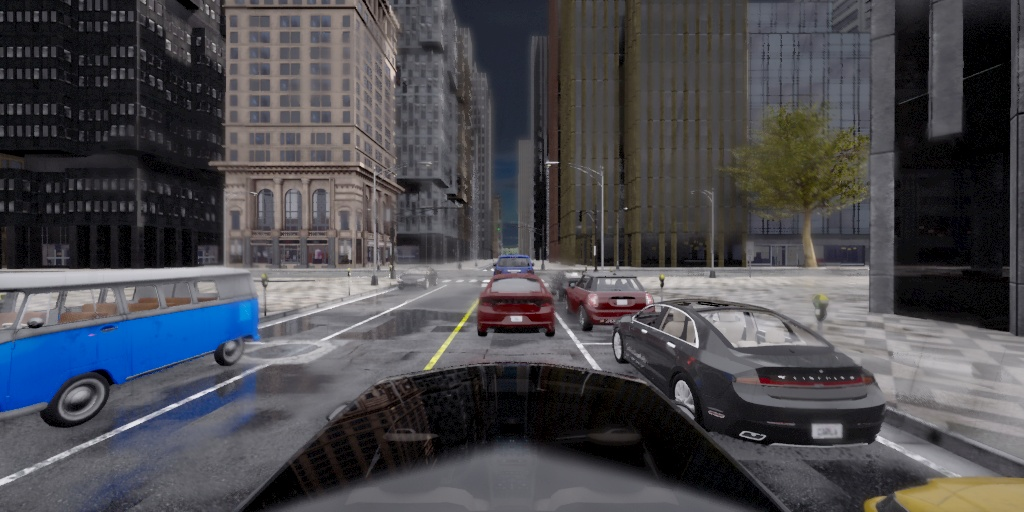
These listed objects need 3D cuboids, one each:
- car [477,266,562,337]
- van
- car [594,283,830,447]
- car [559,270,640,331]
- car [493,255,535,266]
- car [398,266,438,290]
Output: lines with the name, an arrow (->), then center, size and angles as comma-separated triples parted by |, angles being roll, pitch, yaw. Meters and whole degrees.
car -> 0.106, 1.226, 10.350 | 1.882, 1.535, 5.008 | 0, 0, 0
van -> -5.756, 1.090, 5.335 | 1.690, 1.789, 3.998 | 0, 0, 0
car -> 2.769, 1.300, 5.323 | 2.007, 1.370, 4.403 | 0, 0, 0
car -> 2.777, 1.188, 10.965 | 1.967, 1.591, 4.097 | 0, 0, 0
car -> 0.103, 0.967, 20.235 | 2.150, 2.045, 5.566 | 0, 0, 0
car -> -5.732, 1.296, 22.258 | 2.007, 1.370, 4.403 | 0, 0, 0
